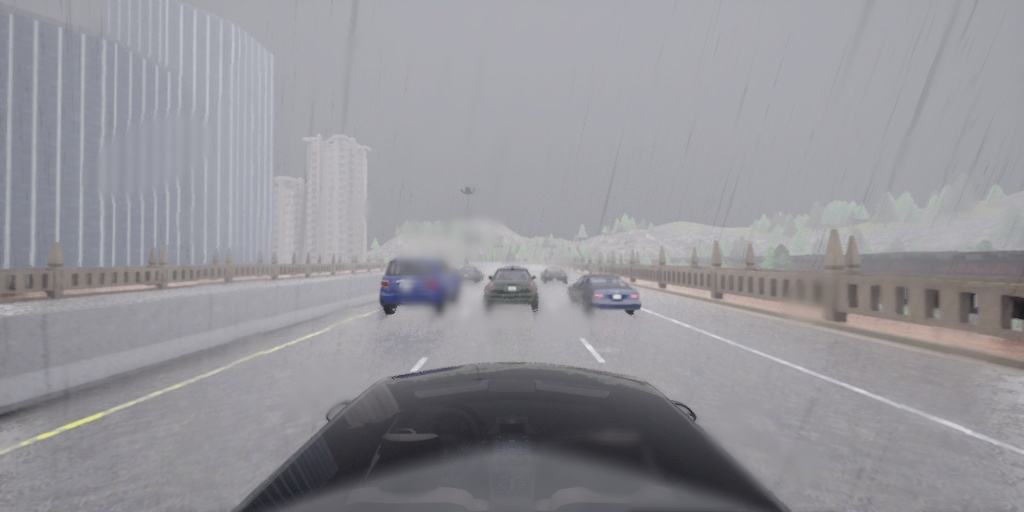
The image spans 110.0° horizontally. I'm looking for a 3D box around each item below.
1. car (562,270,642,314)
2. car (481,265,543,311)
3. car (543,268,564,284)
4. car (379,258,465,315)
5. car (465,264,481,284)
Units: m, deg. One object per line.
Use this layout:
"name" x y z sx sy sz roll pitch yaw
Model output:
"car" 3.513 1.435 14.467 2.033 1.411 5.357 0 -1 0
"car" 0.027 1.249 15.379 2.097 1.767 4.553 0 -1 1
"car" 3.535 1.659 30.196 1.895 1.301 4.718 0 -1 1
"car" -3.487 1.114 14.524 2.150 2.045 5.566 0 0 0
"car" -3.459 1.626 30.474 1.994 1.385 4.181 0 -1 1
